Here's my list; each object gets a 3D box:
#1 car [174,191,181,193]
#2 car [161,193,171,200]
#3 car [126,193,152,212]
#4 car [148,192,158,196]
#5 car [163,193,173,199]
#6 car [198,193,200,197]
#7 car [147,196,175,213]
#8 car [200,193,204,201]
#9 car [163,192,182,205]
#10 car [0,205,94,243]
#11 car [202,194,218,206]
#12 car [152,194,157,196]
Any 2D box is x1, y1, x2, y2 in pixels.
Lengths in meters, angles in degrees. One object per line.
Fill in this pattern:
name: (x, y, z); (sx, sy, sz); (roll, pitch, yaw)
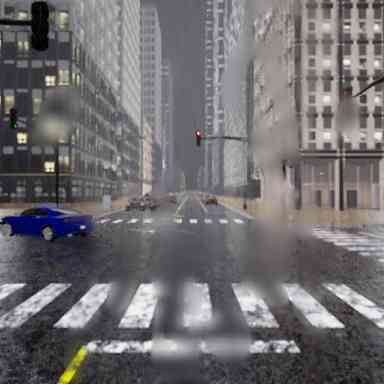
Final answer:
car: (-3.006, 0.523, 66.011); (2.097, 1.767, 4.553); (0, 0, 0)
car: (-5.683, 1.000, 73.931); (1.887, 1.381, 4.507); (1, 0, 0)
car: (-5.677, 1.182, 34.905); (1.967, 1.590, 4.097); (1, 0, 0)
car: (-5.676, 0.975, 46.054); (2.192, 1.841, 5.009); (1, 0, 0)
car: (-5.684, 0.965, 79.506); (2.008, 1.369, 4.403); (1, 0, 0)
car: (2.698, 1.102, 62.851); (1.947, 1.339, 4.313); (1, 0, 0)
car: (-3.101, 1.350, 33.847); (1.895, 1.301, 4.718); (0, 0, 0)
car: (2.699, 1.102, 57.444); (1.752, 1.417, 4.829); (1, 0, 0)
car: (-3.086, 1.179, 49.962); (2.033, 1.411, 5.357); (0, 0, 0)
car: (-6.855, 1.363, 15.567); (5.008, 1.535, 1.882); (0, -1, 30)
car: (2.699, 1.241, 46.119); (1.802, 1.307, 4.206); (1, 0, 0)
car: (-5.681, 1.283, 40.481); (1.802, 1.307, 4.206); (1, 0, 0)
